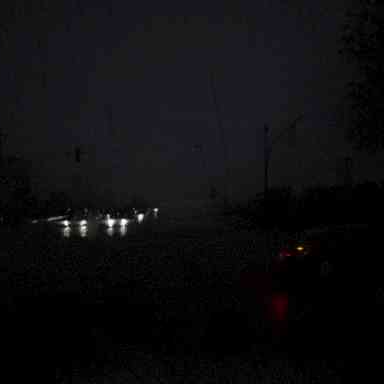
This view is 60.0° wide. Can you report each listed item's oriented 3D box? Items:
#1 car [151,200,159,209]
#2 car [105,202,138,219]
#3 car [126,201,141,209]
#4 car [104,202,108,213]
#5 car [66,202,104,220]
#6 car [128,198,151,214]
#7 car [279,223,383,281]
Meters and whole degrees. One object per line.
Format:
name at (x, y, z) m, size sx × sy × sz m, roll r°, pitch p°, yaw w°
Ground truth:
car at (-7.117, 2.265, 61.512) m, size 1.837 × 1.490 × 4.892 m, roll 0°, pitch -1°, yaw 0°
car at (-7.162, 1.985, 34.295) m, size 1.994 × 1.385 × 4.181 m, roll 0°, pitch -1°, yaw 0°
car at (-10.615, 2.349, 60.864) m, size 1.895 × 1.301 × 4.718 m, roll 0°, pitch -1°, yaw 0°
car at (-10.655, 2.028, 42.730) m, size 1.837 × 1.490 × 4.892 m, roll 0°, pitch -1°, yaw 1°
car at (-10.701, 1.754, 32.966) m, size 2.097 × 1.767 × 4.553 m, roll 0°, pitch -1°, yaw 1°
car at (-7.173, 1.764, 44.134) m, size 2.150 × 2.045 × 5.566 m, roll 0°, pitch -1°, yaw 0°
car at (4.916, 1.652, 9.600) m, size 4.674 × 1.442 × 1.812 m, roll 0°, pitch -1°, yaw 3°
